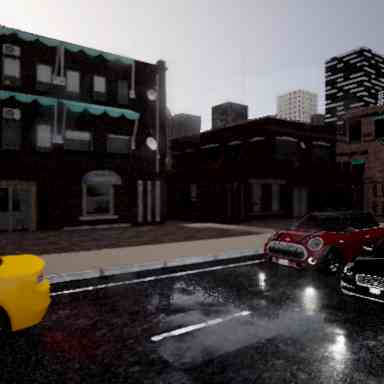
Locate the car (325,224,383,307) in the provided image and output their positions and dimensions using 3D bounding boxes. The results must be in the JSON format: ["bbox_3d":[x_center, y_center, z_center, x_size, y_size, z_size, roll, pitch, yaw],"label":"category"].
[{"bbox_3d":[5.307,1.580,7.465,4.892,1.490,1.837,1,-1,-36],"label":"car"}]

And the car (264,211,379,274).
[{"bbox_3d":[4.461,1.437,10.851,4.553,1.767,2.097,1,0,-35],"label":"car"}]

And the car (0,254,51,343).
[{"bbox_3d":[-4.589,1.466,4.401,5.008,1.535,1.882,1,-1,-36],"label":"car"}]
